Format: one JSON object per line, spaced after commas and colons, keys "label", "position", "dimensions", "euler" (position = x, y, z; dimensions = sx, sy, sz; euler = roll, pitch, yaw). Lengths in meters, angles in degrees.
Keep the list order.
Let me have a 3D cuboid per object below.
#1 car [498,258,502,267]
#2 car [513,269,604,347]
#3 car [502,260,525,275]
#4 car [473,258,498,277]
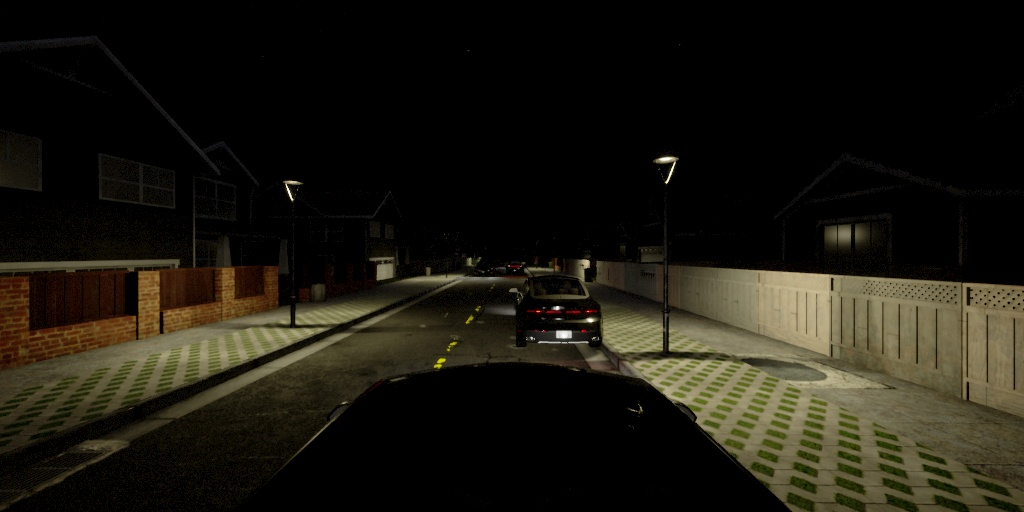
{"label": "car", "position": [-2.372, 1.145, 60.358], "dimensions": [1.882, 1.535, 5.008], "euler": [0, 0, 0]}
{"label": "car", "position": [1.010, 1.251, 9.265], "dimensions": [1.837, 1.490, 4.892], "euler": [0, 0, 0]}
{"label": "car", "position": [0.311, 1.198, 37.573], "dimensions": [2.128, 1.511, 4.902], "euler": [0, 0, 1]}
{"label": "car", "position": [-2.633, 1.216, 35.113], "dimensions": [1.837, 1.490, 4.892], "euler": [0, 0, 0]}
